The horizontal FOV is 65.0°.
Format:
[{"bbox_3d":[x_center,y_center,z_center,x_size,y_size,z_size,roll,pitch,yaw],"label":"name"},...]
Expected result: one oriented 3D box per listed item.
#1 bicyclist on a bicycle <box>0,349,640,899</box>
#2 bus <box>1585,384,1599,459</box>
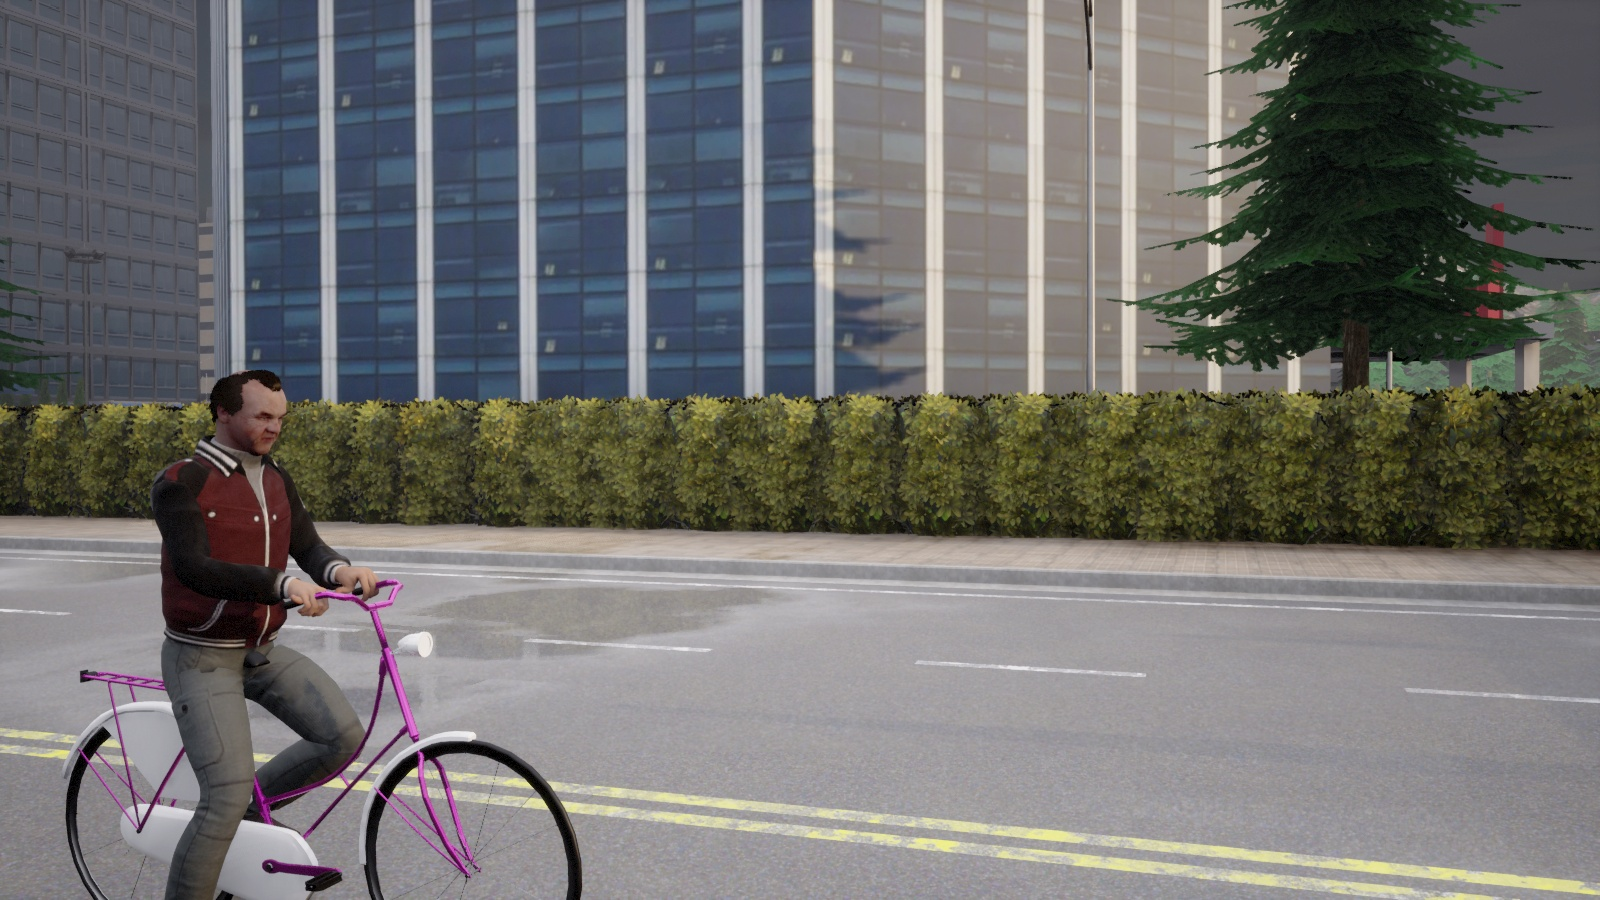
[{"bbox_3d":[-1.451,0.633,3.680,1.843,1.776,0.659,0,1,19],"label":"bicyclist on a bicycle"},{"bbox_3d":[46.558,-1.513,67.608,3.944,4.253,10.273,2,1,12],"label":"bus"}]
